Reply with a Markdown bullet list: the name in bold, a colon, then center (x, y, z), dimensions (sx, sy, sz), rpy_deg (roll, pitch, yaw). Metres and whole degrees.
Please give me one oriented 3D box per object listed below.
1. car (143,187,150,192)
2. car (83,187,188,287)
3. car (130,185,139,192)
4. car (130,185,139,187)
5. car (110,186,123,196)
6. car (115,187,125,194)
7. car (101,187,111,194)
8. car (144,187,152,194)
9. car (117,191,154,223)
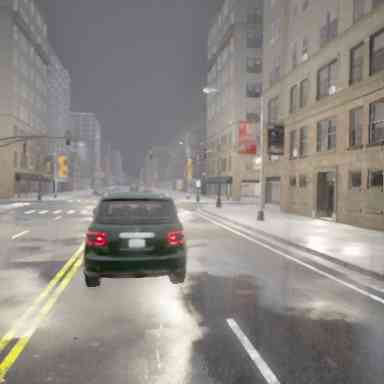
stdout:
- **car**: center (-12.416, -0.661, 90.847), dimensions (1.812, 1.442, 4.674), rpy_deg (0, 1, -10)
- **car**: center (-1.486, 1.010, 8.927), dimensions (2.150, 2.045, 5.566), rpy_deg (0, 1, -10)
- **car**: center (-15.620, -0.987, 90.318), dimensions (2.150, 2.045, 5.566), rpy_deg (0, 1, -10)
- **car**: center (-13.851, -0.621, 80.055), dimensions (2.150, 2.045, 5.566), rpy_deg (0, 1, -10)
- **car**: center (-14.266, -0.139, 63.207), dimensions (2.097, 1.767, 4.553), rpy_deg (0, 1, -9)
- **car**: center (-16.819, -0.313, 78.125), dimensions (2.128, 1.511, 4.902), rpy_deg (0, 1, -10)
- **car**: center (-20.023, -0.366, 77.580), dimensions (1.837, 1.490, 4.892), rpy_deg (0, 1, -10)
- **car**: center (-10.647, -0.318, 80.584), dimensions (1.837, 1.490, 4.892), rpy_deg (0, 1, -10)
- **car**: center (-3.640, 0.860, 21.273), dimensions (2.097, 1.767, 4.553), rpy_deg (0, 1, -11)
